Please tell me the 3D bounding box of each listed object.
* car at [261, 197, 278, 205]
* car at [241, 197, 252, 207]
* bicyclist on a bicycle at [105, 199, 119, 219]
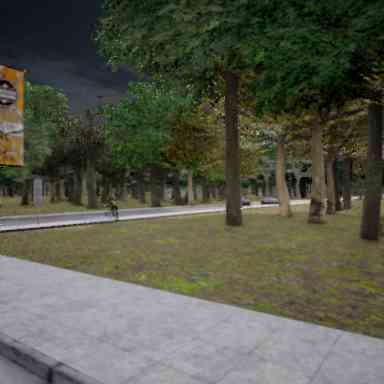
[{"bbox_3d":[13.961,1.598,59.783,1.994,1.385,4.181,0,0,36],"label":"car"},{"bbox_3d":[7.455,1.527,50.674,2.128,1.511,4.902,0,0,35],"label":"car"},{"bbox_3d":[-6.348,1.349,26.368,1.656,1.620,0.582,-1,0,36],"label":"bicyclist on a bicycle"}]
